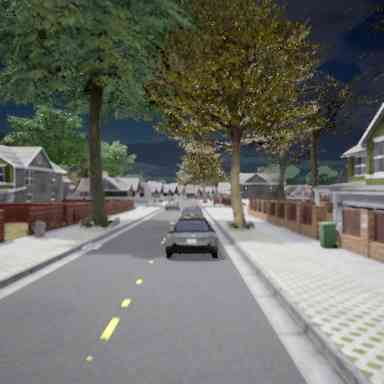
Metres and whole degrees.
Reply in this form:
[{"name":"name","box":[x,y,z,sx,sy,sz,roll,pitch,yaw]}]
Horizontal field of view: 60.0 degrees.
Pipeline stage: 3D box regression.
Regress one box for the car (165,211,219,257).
[{"name":"car","box":[0.014,1.687,13.540,1.994,1.385,4.181,0,0,1]}]

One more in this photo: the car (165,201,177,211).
[{"name":"car","box":[-2.767,1.961,47.568,1.994,1.385,4.181,0,-1,1]}]

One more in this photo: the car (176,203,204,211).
[{"name":"car","box":[0.008,1.789,27.526,2.033,1.411,5.357,0,0,0]}]
